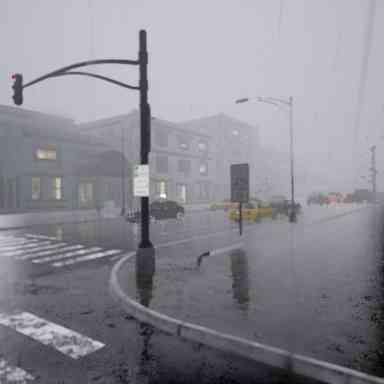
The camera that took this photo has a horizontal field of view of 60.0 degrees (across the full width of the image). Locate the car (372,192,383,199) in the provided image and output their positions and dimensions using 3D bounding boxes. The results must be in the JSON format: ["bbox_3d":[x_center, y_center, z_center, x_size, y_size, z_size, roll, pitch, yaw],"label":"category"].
[{"bbox_3d":[39.947,0.703,71.034,1.947,1.339,4.313,0,0,36],"label":"car"}]

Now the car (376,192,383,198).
[{"bbox_3d":[43.032,0.635,75.254,1.887,1.381,4.507,0,0,36],"label":"car"}]

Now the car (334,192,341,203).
[{"bbox_3d":[21.775,0.778,50.686,2.097,1.767,4.553,-1,0,36],"label":"car"}]

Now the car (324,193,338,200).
[{"bbox_3d":[29.919,0.899,71.501,1.802,1.307,4.206,0,0,36],"label":"car"}]

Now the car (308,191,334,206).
[{"bbox_3d":[16.428,1.002,43.261,2.128,1.511,4.902,-1,0,37],"label":"car"}]

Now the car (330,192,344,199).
[{"bbox_3d":[33.177,0.707,75.971,1.967,1.590,4.097,0,0,36],"label":"car"}]

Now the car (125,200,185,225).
[{"bbox_3d":[-2.430,1.322,22.734,1.837,1.490,4.892,-1,0,36],"label":"car"}]

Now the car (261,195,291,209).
[{"bbox_3d":[10.132,1.144,39.931,1.812,1.442,4.674,-1,0,36],"label":"car"}]

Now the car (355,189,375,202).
[{"bbox_3d":[26.804,0.559,52.314,2.150,2.045,5.566,-1,0,36],"label":"car"}]

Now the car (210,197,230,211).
[{"bbox_3d":[3.748,1.252,35.593,1.752,1.417,4.829,0,0,36],"label":"car"}]

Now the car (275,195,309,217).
[{"bbox_3d":[7.359,1.197,26.322,2.008,1.369,4.403,0,0,36],"label":"car"}]

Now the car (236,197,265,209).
[{"bbox_3d":[7.107,1.255,40.202,1.802,1.307,4.206,0,0,36],"label":"car"}]

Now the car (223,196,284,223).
[{"bbox_3d":[4.200,1.222,21.988,1.752,1.417,4.829,0,0,36],"label":"car"}]

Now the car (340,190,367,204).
[{"bbox_3d":[22.699,0.907,46.609,1.837,1.490,4.892,-1,0,36],"label":"car"}]

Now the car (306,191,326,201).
[{"bbox_3d":[23.398,0.732,62.558,2.192,1.841,5.009,0,0,36],"label":"car"}]

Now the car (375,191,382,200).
[{"bbox_3d":[33.427,0.552,62.091,2.192,1.841,5.009,0,0,36],"label":"car"}]
